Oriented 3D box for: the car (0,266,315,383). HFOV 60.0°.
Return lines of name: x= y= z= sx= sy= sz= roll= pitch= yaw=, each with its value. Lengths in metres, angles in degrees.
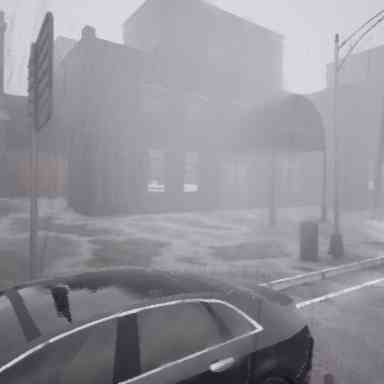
car: x=-1.026 y=1.507 z=2.648 sx=4.892 sy=1.490 sz=1.837 roll=0 pitch=0 yaw=-36
